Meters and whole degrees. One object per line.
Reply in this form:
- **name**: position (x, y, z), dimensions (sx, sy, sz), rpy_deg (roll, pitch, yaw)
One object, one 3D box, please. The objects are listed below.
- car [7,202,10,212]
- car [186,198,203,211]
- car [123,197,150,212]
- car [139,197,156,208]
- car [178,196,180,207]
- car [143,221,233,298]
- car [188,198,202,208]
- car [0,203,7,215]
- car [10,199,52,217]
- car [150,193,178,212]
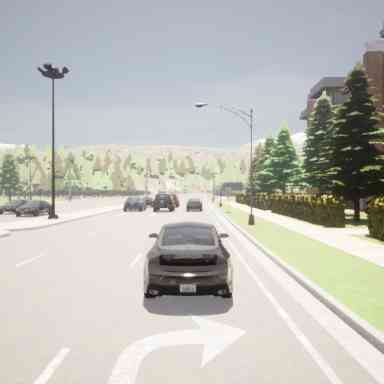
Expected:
- **car**: position (-18.348, 1.525, 35.080), dimensions (1.812, 1.442, 4.674), rpy_deg (0, 0, 1)
- **car**: position (0.297, 1.491, 39.606), dimensions (2.128, 1.511, 4.902), rpy_deg (0, 0, 1)
- **car**: position (-6.705, 1.352, 39.537), dimensions (2.097, 1.767, 4.553), rpy_deg (0, 0, 1)
- **car**: position (-6.554, 1.504, 49.464), dimensions (1.837, 1.490, 4.892), rpy_deg (0, 0, 1)
- **car**: position (-3.054, 1.221, 49.441), dimensions (2.150, 2.045, 5.566), rpy_deg (0, 0, 1)
- **car**: position (-0.085, 1.504, 8.473), dimensions (1.837, 1.490, 4.892), rpy_deg (0, 0, 0)
- **car**: position (0.450, 1.563, 49.671), dimensions (1.994, 1.385, 4.181), rpy_deg (0, 0, 1)
- **car**: position (-15.030, 1.221, 21.903), dimensions (2.150, 2.045, 5.566), rpy_deg (0, 0, 1)
- **car**: position (-14.894, 1.525, 31.707), dimensions (1.812, 1.442, 4.674), rpy_deg (0, 0, 1)
- **car**: position (-3.216, 1.221, 38.798), dimensions (2.150, 2.045, 5.566), rpy_deg (0, 0, 1)
